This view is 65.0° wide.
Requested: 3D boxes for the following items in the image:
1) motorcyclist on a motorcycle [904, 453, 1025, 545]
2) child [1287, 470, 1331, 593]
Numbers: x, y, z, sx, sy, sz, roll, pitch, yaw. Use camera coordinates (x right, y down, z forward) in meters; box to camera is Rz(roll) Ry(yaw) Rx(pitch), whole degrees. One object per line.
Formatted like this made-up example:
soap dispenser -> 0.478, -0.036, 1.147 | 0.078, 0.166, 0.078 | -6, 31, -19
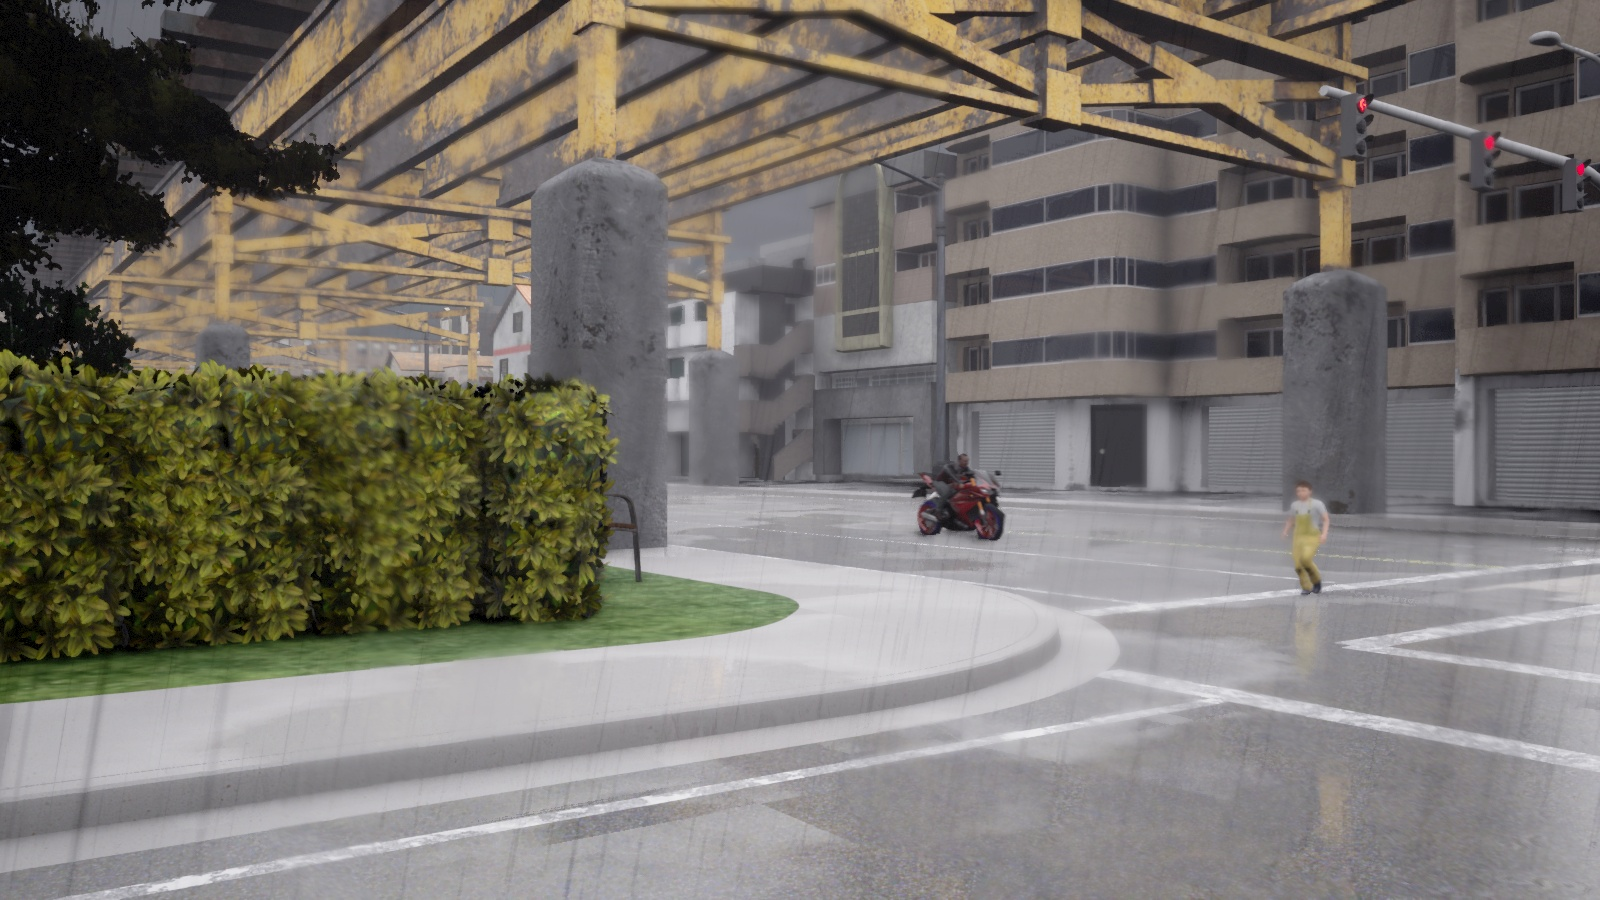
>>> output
motorcyclist on a motorcycle -> 2.879, 0.828, 22.179 | 0.866, 1.530, 2.191 | 0, 0, -35
child -> 5.356, 0.841, 13.211 | 0.437, 1.263, 0.270 | 0, 0, -42
